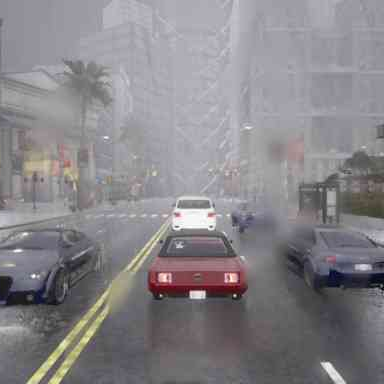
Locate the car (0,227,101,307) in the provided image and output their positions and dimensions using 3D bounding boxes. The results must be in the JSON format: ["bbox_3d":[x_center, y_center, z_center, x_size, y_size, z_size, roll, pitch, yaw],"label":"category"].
[{"bbox_3d":[-3.595,1.564,7.901,1.994,1.385,4.181,0,0,0],"label":"car"}]

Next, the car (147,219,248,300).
[{"bbox_3d":[0.104,1.601,8.333,1.895,1.301,4.718,0,0,0],"label":"car"}]

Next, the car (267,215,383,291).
[{"bbox_3d":[3.615,1.564,9.051,1.994,1.385,4.181,0,0,0],"label":"car"}]

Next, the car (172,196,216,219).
[{"bbox_3d":[0.096,1.221,18.101,2.150,2.045,5.566,0,0,0],"label":"car"}]

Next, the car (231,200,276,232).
[{"bbox_3d":[3.599,1.352,19.992,2.097,1.767,4.553,0,0,0],"label":"car"}]
